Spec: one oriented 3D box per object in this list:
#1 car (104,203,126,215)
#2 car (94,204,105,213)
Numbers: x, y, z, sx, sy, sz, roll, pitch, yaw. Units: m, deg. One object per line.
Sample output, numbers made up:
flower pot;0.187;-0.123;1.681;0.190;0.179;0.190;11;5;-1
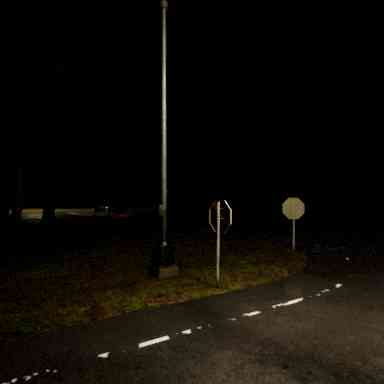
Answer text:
car;-12.543;2.945;55.440;1.837;1.490;4.892;2;-2;-33
car;-16.431;2.907;61.278;2.097;1.767;4.553;2;-2;-33
